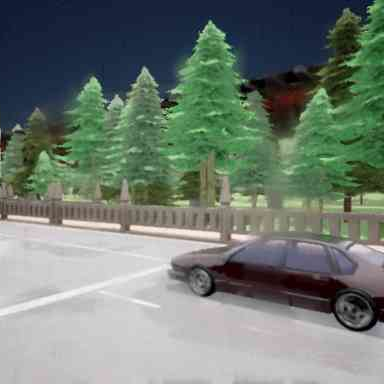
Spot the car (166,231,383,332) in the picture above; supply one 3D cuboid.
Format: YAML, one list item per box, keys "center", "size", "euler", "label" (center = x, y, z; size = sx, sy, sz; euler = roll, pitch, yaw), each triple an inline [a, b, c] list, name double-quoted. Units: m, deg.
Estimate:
- center: [2.023, 1.545, 6.829]
  size: [5.357, 1.411, 2.033]
  euler: [0, 0, 36]
  label: "car"
